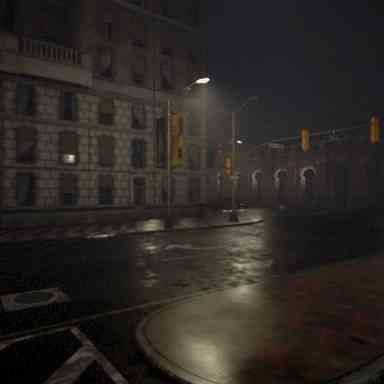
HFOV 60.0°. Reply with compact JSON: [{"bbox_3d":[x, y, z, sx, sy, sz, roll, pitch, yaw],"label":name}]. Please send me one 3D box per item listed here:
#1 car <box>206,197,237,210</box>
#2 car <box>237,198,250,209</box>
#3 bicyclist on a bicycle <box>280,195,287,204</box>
[{"bbox_3d":[2.929,1.544,43.285,2.033,1.411,5.357,0,0,-36],"label":"car"},{"bbox_3d":[5.731,1.500,45.394,1.837,1.490,4.892,0,0,-36],"label":"car"},{"bbox_3d":[15.552,1.295,56.504,1.656,1.620,0.582,0,0,-36],"label":"bicyclist on a bicycle"}]
